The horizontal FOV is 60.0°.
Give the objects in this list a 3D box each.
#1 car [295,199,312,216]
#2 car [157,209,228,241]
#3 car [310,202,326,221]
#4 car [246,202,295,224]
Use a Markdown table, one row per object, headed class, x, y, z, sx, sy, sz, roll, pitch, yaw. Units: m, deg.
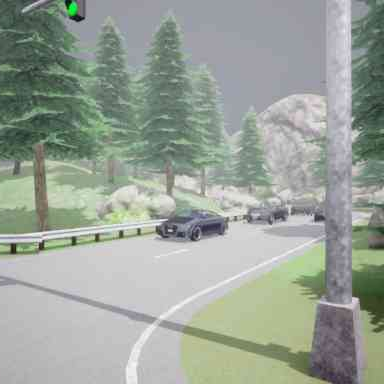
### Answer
| class | x | y | z | sx | sy | sz | roll | pitch | yaw |
| --- | --- | --- | --- | --- | --- | --- | --- | --- | --- |
| car | 11.299 | 1.520 | 33.617 | 1.837 | 1.490 | 4.892 | 0 | 0 | 27 |
| car | 0.137 | 1.579 | 16.828 | 1.994 | 1.385 | 4.181 | 0 | 0 | 34 |
| car | 11.219 | 1.640 | 26.671 | 1.994 | 1.385 | 4.181 | 0 | -1 | 34 |
| car | 5.749 | 1.507 | 25.038 | 2.128 | 1.511 | 4.902 | 0 | 0 | 34 |
